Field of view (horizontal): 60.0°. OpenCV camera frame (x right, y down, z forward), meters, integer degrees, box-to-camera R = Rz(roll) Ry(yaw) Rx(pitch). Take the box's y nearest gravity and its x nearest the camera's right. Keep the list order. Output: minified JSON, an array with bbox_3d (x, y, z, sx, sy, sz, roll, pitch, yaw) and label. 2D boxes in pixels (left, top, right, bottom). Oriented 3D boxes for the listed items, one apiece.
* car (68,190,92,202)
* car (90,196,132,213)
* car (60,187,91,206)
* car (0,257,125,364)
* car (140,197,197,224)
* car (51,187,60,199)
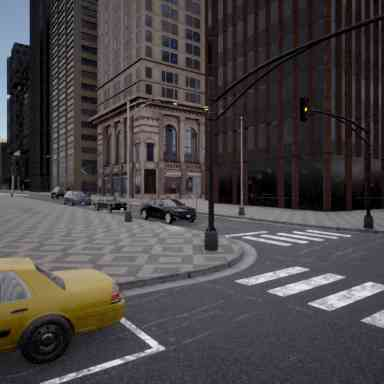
[{"bbox_3d":[-16.019,0.575,47.460,1.882,1.535,5.008,0,1,-35],"label":"car"},{"bbox_3d":[-7.116,1.070,29.616,1.895,1.301,4.718,0,1,-36],"label":"car"},{"bbox_3d":[-13.124,0.624,38.025,2.097,1.767,4.553,0,1,-35],"label":"car"},{"bbox_3d":[-3.317,1.525,4.283,4.829,1.417,1.752,0,0,-35],"label":"car"},{"bbox_3d":[-1.661,1.128,21.996,1.882,1.535,5.008,0,1,-36],"label":"car"},{"bbox_3d":[-21.984,0.132,55.718,2.150,2.045,5.566,0,1,-36],"label":"car"}]
